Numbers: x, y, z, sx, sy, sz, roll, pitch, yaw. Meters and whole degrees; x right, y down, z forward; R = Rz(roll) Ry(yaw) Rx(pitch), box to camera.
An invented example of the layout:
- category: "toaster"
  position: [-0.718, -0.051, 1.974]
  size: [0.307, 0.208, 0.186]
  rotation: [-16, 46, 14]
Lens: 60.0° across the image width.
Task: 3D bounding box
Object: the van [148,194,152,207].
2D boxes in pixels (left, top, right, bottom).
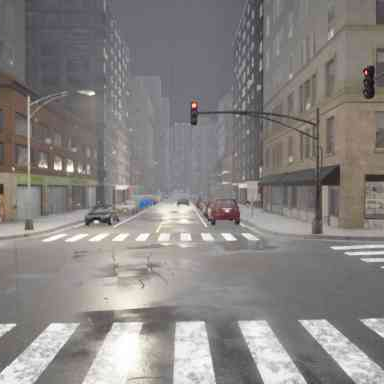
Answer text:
- category: "van"
  position: [-6.907, 1.343, 46.156]
  size: [1.690, 1.788, 3.998]
  rotation: [-1, 0, -2]

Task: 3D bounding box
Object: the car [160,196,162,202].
- category: "car"
  position: [-7.361, 1.435, 62.907]
  size: [1.967, 1.590, 4.097]
  rotation: [-1, 0, -2]

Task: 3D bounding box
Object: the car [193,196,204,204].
- category: "car"
  position: [1.172, 1.560, 63.139]
  size: [1.947, 1.339, 4.313]
  rotation: [-1, 0, -2]

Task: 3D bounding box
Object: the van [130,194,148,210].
- category: "van"
  position: [-6.754, 1.344, 40.571]
  size: [1.690, 1.788, 3.998]
  rotation: [-1, 0, -2]

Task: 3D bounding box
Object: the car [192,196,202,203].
- category: "car"
  position: [1.021, 1.557, 68.723]
  size: [1.947, 1.339, 4.313]
  rotation: [-1, 0, -2]

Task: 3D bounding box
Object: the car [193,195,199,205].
- category: "car"
  position: [1.621, 1.317, 46.387]
  size: [2.192, 1.841, 5.009]
  rotation: [-1, 0, -2]

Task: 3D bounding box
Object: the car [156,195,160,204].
- category: "car"
  position: [-7.211, 1.313, 57.323]
  size: [2.192, 1.841, 5.009]
  rotation: [-1, 0, -2]

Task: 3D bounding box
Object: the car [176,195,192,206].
- category: "car"
  position: [-1.422, 1.504, 53.398]
  size: [1.837, 1.490, 4.892]
  rotation: [0, 0, -2]

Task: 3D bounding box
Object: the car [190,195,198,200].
- category: "car"
  position: [0.419, 1.526, 91.058]
  size: [2.008, 1.369, 4.403]
  rotation: [-1, 0, -2]

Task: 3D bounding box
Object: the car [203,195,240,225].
- category: "car"
  position: [2.224, 1.318, 24.052]
  size: [2.192, 1.841, 5.009]
  rotation: [-1, 0, -2]

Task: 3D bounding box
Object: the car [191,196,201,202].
- category: "car"
  position: [0.871, 1.539, 74.306]
  size: [2.008, 1.369, 4.403]
  rotation: [-1, 0, -2]

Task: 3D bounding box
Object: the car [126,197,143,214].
- category: "car"
  position: [-6.596, 1.529, 34.818]
  size: [1.752, 1.417, 4.829]
  rotation: [-1, 0, -2]

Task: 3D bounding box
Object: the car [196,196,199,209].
- category: "car"
  position: [1.770, 1.528, 40.973]
  size: [1.752, 1.417, 4.829]
  rotation: [-1, 0, -2]

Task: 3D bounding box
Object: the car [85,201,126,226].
- category: "car"
  position: [-6.296, 1.569, 23.820]
  size: [1.947, 1.339, 4.313]
  rotation: [-1, 0, -2]

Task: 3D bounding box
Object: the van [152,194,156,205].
- category: "van"
  position: [-7.058, 1.341, 51.739]
  size: [1.690, 1.788, 3.998]
  rotation: [-1, 0, -2]

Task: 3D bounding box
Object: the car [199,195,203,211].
- category: "car"
  position: [2.073, 1.319, 29.636]
  size: [2.192, 1.841, 5.009]
  rotation: [-1, 0, -2]

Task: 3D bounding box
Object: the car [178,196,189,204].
- category: "car"
  position: [-1.706, 1.542, 63.816]
  size: [2.033, 1.411, 5.357]
  rotation: [0, 0, -2]

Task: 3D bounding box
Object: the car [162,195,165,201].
- category: "car"
  position: [-7.665, 1.429, 74.074]
  size: [1.967, 1.590, 4.097]
  rotation: [-1, 0, -2]
